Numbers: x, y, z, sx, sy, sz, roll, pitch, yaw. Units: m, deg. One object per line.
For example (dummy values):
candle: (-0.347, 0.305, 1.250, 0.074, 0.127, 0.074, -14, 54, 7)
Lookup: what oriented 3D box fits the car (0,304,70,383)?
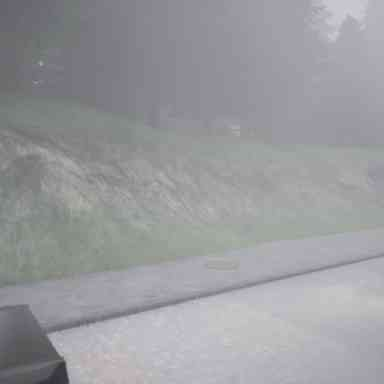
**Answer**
car: (-3.442, 1.601, 2.158, 4.718, 1.301, 1.895, 0, 0, -36)
